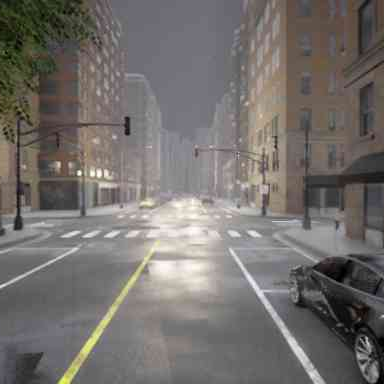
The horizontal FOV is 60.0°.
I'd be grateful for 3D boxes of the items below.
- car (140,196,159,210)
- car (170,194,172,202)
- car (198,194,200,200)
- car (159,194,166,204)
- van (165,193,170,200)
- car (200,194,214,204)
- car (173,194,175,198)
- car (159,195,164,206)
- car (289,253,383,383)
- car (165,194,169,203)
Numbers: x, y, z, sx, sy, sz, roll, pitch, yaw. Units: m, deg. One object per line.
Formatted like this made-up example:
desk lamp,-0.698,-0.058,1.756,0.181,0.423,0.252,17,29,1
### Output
car,-5.676,1.462,42.868,1.752,1.417,4.829,0,0,0
car,-5.680,1.464,70.292,2.008,1.369,4.403,0,0,0
car,2.845,1.464,70.325,2.008,1.369,4.403,0,0,0
car,-5.678,1.469,53.940,1.887,1.381,4.507,0,0,0
van,-5.680,1.257,64.841,1.690,1.788,3.998,0,0,0
car,2.846,1.360,59.428,1.967,1.590,4.097,0,0,0
car,-5.682,1.226,75.743,2.192,1.841,5.009,0,0,0
car,-5.677,1.481,48.489,2.008,1.369,4.403,0,0,0
car,2.855,1.560,5.051,1.947,1.339,4.313,0,0,0
car,-5.678,1.465,59.391,1.887,1.381,4.507,0,0,0
